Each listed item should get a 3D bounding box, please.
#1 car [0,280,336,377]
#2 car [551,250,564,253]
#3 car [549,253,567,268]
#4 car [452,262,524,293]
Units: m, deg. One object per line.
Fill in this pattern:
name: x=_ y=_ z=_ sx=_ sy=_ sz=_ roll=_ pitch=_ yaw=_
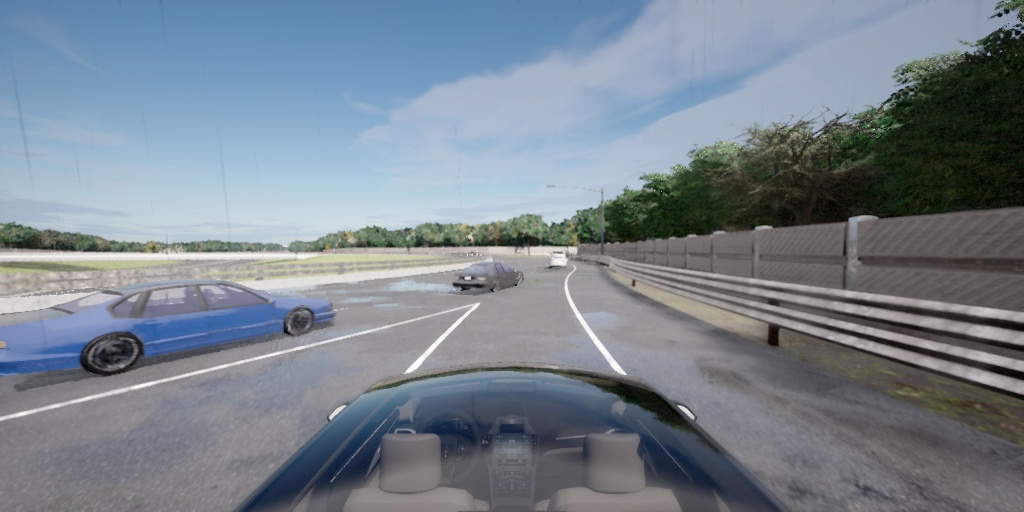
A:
car: x=-6.523 y=1.198 z=7.330 sx=2.033 sy=1.411 sz=5.357 roll=0 pitch=1 yaw=28
car: x=7.007 y=0.109 z=56.105 sx=2.150 sy=2.045 sz=5.566 roll=0 pitch=1 yaw=2
car: x=5.441 y=0.640 z=41.796 sx=1.812 sy=1.442 sz=4.674 roll=0 pitch=1 yaw=10
car: x=-1.083 y=1.026 z=18.677 sx=2.033 sy=1.411 sz=5.357 roll=0 pitch=1 yaw=22
